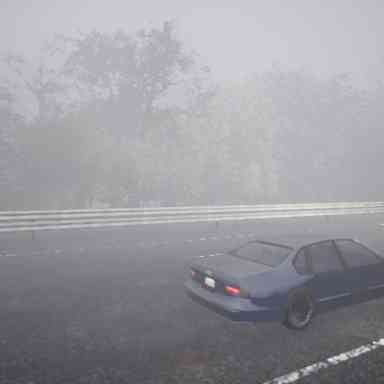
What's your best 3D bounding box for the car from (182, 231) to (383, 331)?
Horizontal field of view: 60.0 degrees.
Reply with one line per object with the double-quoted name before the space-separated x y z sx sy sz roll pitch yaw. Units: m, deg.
"car" 2.469 1.538 6.761 5.357 1.411 2.033 0 0 -30
